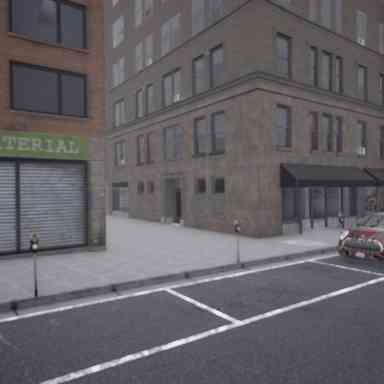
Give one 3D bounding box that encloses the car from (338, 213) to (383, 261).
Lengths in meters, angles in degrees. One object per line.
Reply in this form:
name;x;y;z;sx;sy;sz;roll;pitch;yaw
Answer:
car;6.890;1.446;11.585;4.097;1.590;1.967;0;-1;-36
